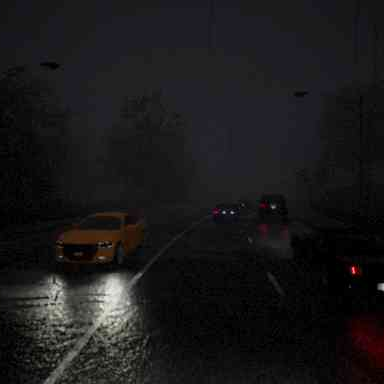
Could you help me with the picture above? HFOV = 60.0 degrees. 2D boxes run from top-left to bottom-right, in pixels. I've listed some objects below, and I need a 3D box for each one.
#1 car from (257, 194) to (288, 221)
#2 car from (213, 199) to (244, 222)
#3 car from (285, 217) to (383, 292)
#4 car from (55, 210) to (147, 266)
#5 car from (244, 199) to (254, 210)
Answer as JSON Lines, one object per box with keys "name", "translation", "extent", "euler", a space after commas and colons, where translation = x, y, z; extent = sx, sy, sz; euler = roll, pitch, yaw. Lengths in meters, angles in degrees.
{"name": "car", "translation": [6.481, 1.204, 26.984], "extent": [2.150, 2.045, 5.566], "euler": [0, 0, 11]}
{"name": "car", "translation": [2.777, 1.519, 26.364], "extent": [2.033, 1.411, 5.357], "euler": [0, 0, 11]}
{"name": "car", "translation": [4.014, 1.598, 8.849], "extent": [1.895, 1.301, 4.718], "euler": [0, 0, 4]}
{"name": "car", "translation": [-2.939, 1.455, 11.750], "extent": [1.882, 1.535, 5.008], "euler": [0, 0, 5]}
{"name": "car", "translation": [6.764, 1.526, 42.388], "extent": [1.994, 1.385, 4.181], "euler": [0, 0, 16]}
